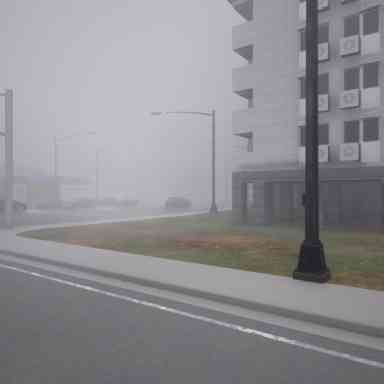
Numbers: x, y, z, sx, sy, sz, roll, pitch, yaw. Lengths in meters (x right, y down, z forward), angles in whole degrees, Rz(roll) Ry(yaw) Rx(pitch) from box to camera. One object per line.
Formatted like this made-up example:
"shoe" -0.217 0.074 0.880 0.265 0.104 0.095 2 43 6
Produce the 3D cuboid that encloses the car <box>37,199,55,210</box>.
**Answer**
"car" -17.577 1.564 42.491 1.994 1.385 4.181 0 0 31

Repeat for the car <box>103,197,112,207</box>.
"car" -13.356 1.477 51.663 1.882 1.535 5.008 0 0 16

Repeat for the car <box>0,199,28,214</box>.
"car" -19.362 1.477 33.714 1.882 1.535 5.008 0 0 36

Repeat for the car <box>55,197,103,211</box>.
"car" -14.061 1.491 41.573 2.128 1.511 4.902 0 0 30

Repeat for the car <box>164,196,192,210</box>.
"car" -1.681 1.352 42.551 2.097 1.767 4.553 0 0 24

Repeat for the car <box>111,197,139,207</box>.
"car" -9.930 1.601 50.862 1.895 1.301 4.718 0 0 16
